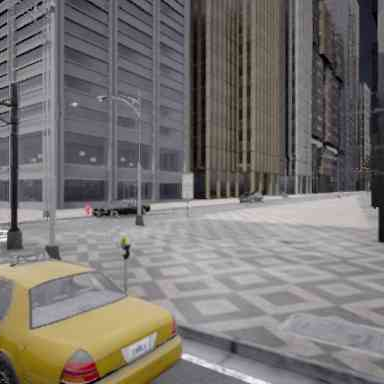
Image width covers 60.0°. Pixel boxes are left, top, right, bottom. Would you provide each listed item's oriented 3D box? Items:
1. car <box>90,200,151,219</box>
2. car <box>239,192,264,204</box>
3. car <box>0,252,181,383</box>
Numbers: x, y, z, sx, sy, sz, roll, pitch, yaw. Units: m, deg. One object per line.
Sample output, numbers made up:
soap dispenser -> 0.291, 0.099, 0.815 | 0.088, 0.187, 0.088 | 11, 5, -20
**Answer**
car -> -5.437, 1.302, 25.700 | 1.895, 1.301, 4.718 | 0, 1, 36
car -> 7.998, 0.835, 44.331 | 1.837, 1.490, 4.892 | 0, 0, 36
car -> -2.406, 1.535, 4.684 | 4.829, 1.417, 1.752 | 0, 0, 36
